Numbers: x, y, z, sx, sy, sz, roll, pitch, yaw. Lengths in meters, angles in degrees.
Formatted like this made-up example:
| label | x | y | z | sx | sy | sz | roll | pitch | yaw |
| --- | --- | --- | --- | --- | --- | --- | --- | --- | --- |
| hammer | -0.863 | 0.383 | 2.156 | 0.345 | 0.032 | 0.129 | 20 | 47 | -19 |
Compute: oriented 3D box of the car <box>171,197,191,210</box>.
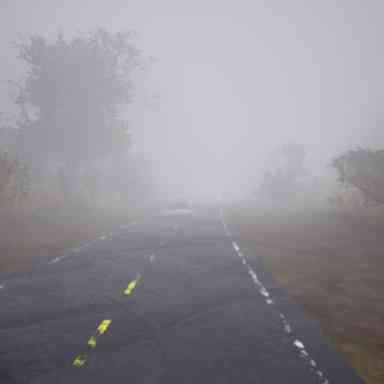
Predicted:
| label | x | y | z | sx | sy | sz | roll | pitch | yaw |
| --- | --- | --- | --- | --- | --- | --- | --- | --- | --- |
| car | -1.204 | 1.304 | 38.688 | 1.994 | 1.385 | 4.181 | 0 | 0 | 5 |

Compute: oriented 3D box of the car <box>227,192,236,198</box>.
| label | x | y | z | sx | sy | sz | roll | pitch | yaw |
| --- | --- | --- | --- | --- | --- | --- | --- | --- | --- |
| car | 10.145 | 0.819 | 91.778 | 1.994 | 1.385 | 4.181 | 0 | 0 | 13 |

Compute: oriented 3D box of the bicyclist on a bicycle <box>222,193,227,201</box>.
| label | x | y | z | sx | sy | sz | roll | pitch | yaw |
| --- | --- | --- | --- | --- | --- | --- | --- | --- | --- |
| bicyclist on a bicycle | 6.191 | 0.942 | 66.282 | 0.659 | 1.776 | 1.843 | 0 | 0 | 9 |

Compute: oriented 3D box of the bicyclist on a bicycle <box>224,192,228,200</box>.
| label | x | y | z | sx | sy | sz | roll | pitch | yaw |
| --- | --- | --- | --- | --- | --- | --- | --- | --- | --- |
| bicyclist on a bicycle | 7.697 | 0.888 | 75.105 | 0.659 | 1.776 | 1.843 | 0 | 0 | 10 |
